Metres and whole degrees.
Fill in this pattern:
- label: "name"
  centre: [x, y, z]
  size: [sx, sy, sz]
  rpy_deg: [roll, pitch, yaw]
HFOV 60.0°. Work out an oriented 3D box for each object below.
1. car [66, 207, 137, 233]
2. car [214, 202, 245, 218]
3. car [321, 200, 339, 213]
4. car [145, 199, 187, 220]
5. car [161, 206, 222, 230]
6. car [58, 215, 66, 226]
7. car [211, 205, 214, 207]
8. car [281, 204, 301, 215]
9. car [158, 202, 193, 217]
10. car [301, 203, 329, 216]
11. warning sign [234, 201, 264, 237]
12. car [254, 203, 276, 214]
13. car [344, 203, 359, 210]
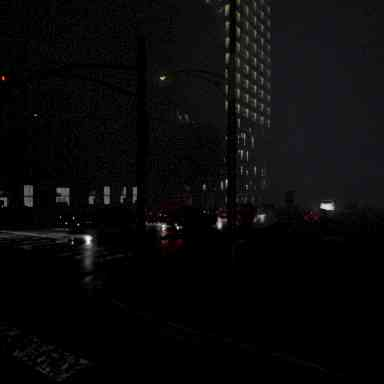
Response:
- label: "car"
  centre: [-5.635, 1.805, 22.374]
  size: [1.837, 1.490, 4.892]
  rpy_deg: [0, -1, 33]
- label: "car"
  centre: [4.824, 1.997, 38.579]
  size: [2.097, 1.767, 4.553]
  rpy_deg: [0, -1, 33]
- label: "car"
  centre: [21.950, 2.254, 52.973]
  size: [2.150, 2.045, 5.566]
  rpy_deg: [0, -1, 33]
- label: "car"
  centre: [-2.357, 1.716, 33.451]
  size: [2.150, 2.045, 5.566]
  rpy_deg: [0, -1, 33]
- label: "car"
  centre: [0.079, 1.997, 24.781]
  size: [1.895, 1.301, 4.718]
  rpy_deg: [0, -1, 32]
- label: "car"
  centre: [-7.652, 1.921, 25.239]
  size: [1.895, 1.301, 4.718]
  rpy_deg: [0, -1, 33]
- label: "car"
  centre: [3.169, 2.278, 42.004]
  size: [1.895, 1.301, 4.718]
  rpy_deg: [0, -1, 33]
- label: "car"
  centre: [14.151, 2.410, 46.776]
  size: [2.033, 1.411, 5.357]
  rpy_deg: [0, -1, 33]
- label: "car"
  centre: [-0.580, 1.972, 30.210]
  size: [1.837, 1.490, 4.892]
  rpy_deg: [0, -1, 33]
- label: "car"
  centre: [16.535, 2.456, 44.487]
  size: [1.895, 1.301, 4.718]
  rpy_deg: [0, -1, 33]
- label: "warning sign"
  centre: [3.156, 1.454, 18.534]
  size: [1.300, 1.860, 1.060]
  rpy_deg: [1, 1, 33]
- label: "car"
  centre: [10.350, 2.318, 47.086]
  size: [2.128, 1.511, 4.902]
  rpy_deg: [0, -1, 33]
- label: "car"
  centre: [31.513, 2.837, 65.705]
  size: [1.812, 1.442, 4.674]
  rpy_deg: [0, -1, 33]
